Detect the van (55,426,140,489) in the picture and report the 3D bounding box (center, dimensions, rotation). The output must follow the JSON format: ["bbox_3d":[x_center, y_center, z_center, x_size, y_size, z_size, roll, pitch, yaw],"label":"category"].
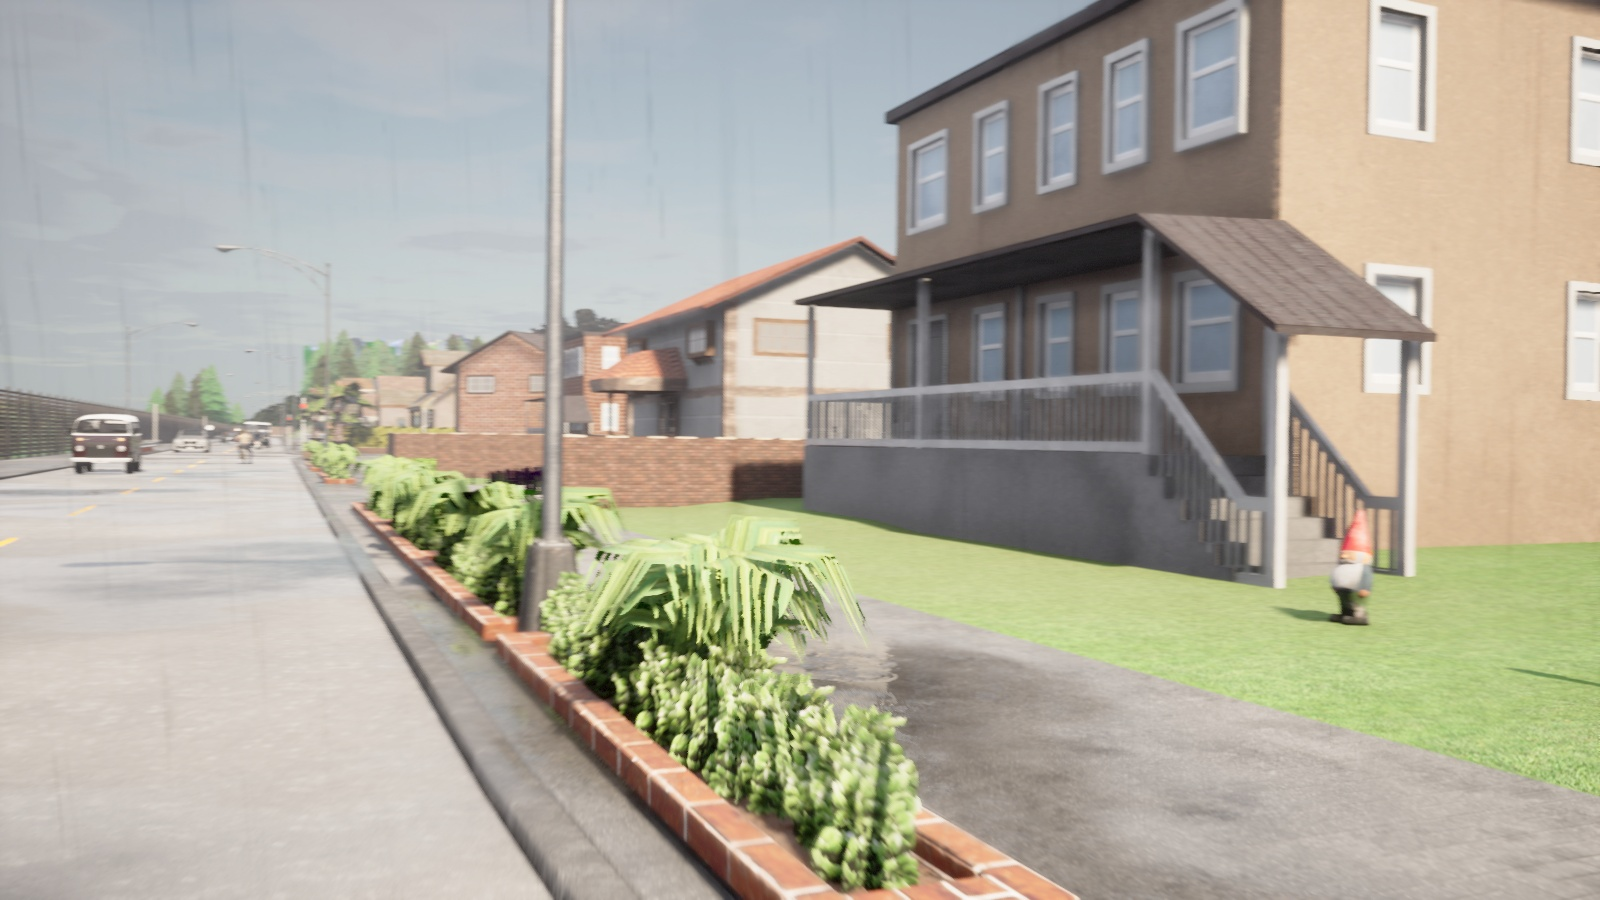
[{"bbox_3d":[-23.999,0.208,43.038,2.069,2.038,4.480,0,1,-23],"label":"van"}]

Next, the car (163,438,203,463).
[{"bbox_3d":[-42.818,0.045,87.239,2.242,1.667,4.611,0,1,-23],"label":"car"}]
